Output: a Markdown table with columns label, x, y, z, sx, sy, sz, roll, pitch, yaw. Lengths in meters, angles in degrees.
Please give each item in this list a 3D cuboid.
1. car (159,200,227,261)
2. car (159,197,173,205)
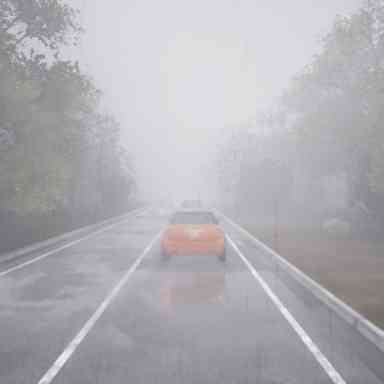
| label | x | y | z | sx | sy | sz | roll | pitch | yaw |
| --- | --- | --- | --- | --- | --- | --- | --- | --- | --- |
| car | 0.075 | 1.364 | 12.488 | 2.097 | 1.767 | 4.553 | 0 | 0 | 0 |
| car | -3.565 | 1.448 | 47.128 | 2.128 | 1.511 | 4.902 | 0 | 0 | 0 |
